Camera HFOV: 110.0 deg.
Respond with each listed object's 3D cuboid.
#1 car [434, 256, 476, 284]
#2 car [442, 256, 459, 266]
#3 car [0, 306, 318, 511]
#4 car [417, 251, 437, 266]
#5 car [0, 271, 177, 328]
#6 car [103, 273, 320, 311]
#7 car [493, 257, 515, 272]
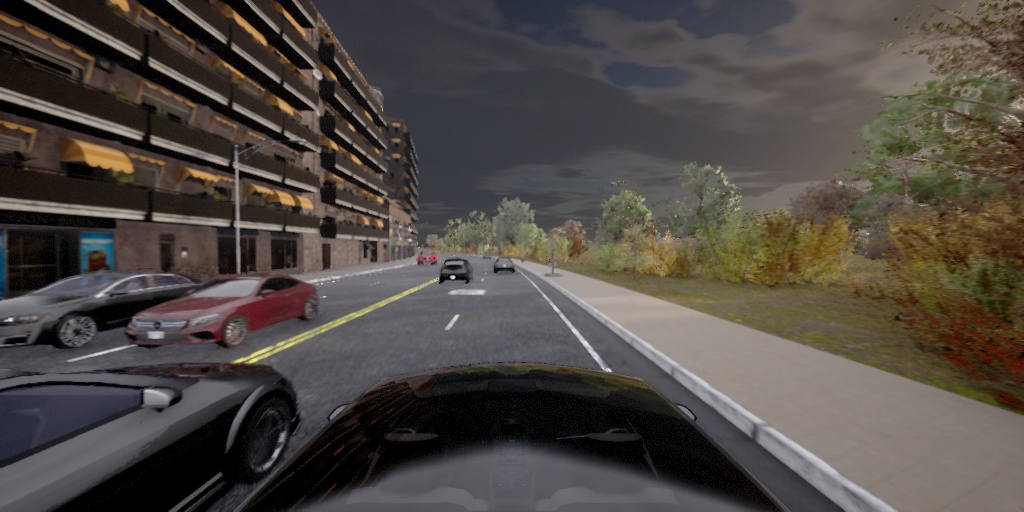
[{"bbox_3d":[-3.524,0.940,23.291,1.837,1.490,4.892,0,1,-2],"label":"car"},{"bbox_3d":[-8.581,0.637,49.995,1.895,1.301,4.718,0,1,-5],"label":"car"},{"bbox_3d":[-3.163,1.315,1.961,1.994,1.385,4.181,0,1,0],"label":"car"},{"bbox_3d":[-11.875,0.254,50.381,2.150,2.045,5.566,0,1,-5],"label":"car"},{"bbox_3d":[-9.913,1.150,8.894,2.128,1.511,4.902,0,1,-1],"label":"car"},{"bbox_3d":[-6.664,1.178,9.004,1.812,1.442,4.674,0,1,-1],"label":"car"},{"bbox_3d":[-0.804,0.818,34.868,1.994,1.385,4.181,0,1,-3],"label":"car"}]
